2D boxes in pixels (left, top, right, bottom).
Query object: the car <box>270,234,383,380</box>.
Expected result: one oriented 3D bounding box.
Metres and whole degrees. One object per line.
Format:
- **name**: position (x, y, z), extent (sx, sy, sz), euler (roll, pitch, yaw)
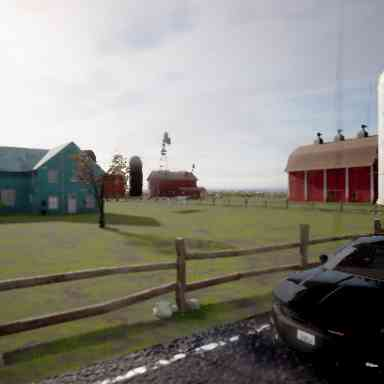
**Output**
- **car**: position (3.410, 1.477, 5.491), extent (5.008, 1.535, 1.882), euler (0, 0, -36)
